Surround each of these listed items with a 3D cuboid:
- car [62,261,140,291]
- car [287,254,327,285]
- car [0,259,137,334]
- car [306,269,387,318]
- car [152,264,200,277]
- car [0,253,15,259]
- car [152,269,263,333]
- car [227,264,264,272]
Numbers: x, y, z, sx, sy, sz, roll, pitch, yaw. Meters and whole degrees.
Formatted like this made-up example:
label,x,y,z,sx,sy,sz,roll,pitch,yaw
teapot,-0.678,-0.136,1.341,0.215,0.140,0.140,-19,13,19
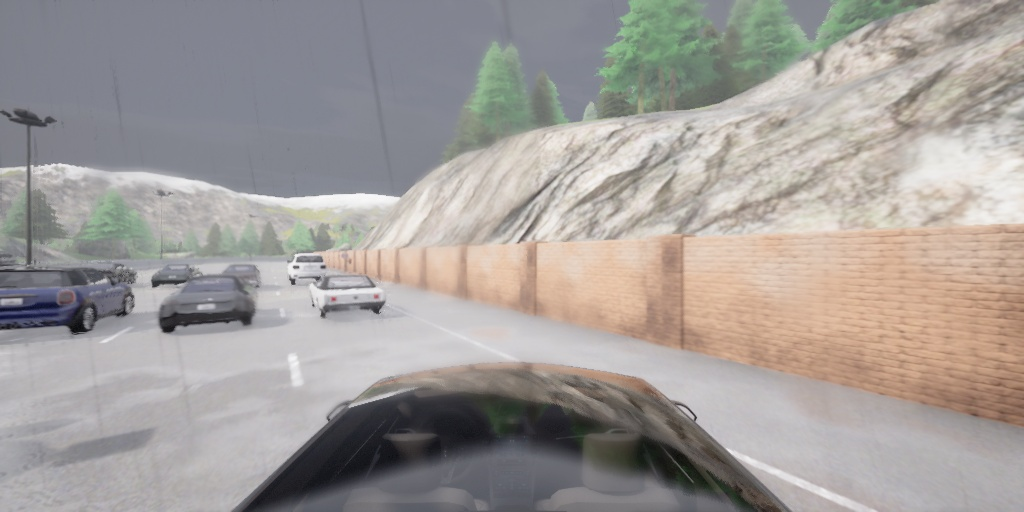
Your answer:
label,x,y,z,sx,sy,sz,roll,pitch,yaw
car,-24.769,1.109,21.869,1.882,1.535,5.008,0,0,-34
car,-14.593,0.861,25.538,2.150,2.045,5.566,0,1,-34
car,-12.454,1.049,9.855,2.097,1.767,4.553,0,0,-34
car,-6.018,1.300,12.821,1.895,1.301,4.718,0,0,-34
car,-21.330,1.198,23.023,1.994,1.385,4.181,0,0,-34
car,-42.064,0.798,28.430,2.150,2.045,5.566,0,0,-34
car,-8.872,1.263,10.793,1.994,1.385,4.181,0,0,-34
car,-16.040,1.197,21.385,2.033,1.411,5.357,0,0,-33
